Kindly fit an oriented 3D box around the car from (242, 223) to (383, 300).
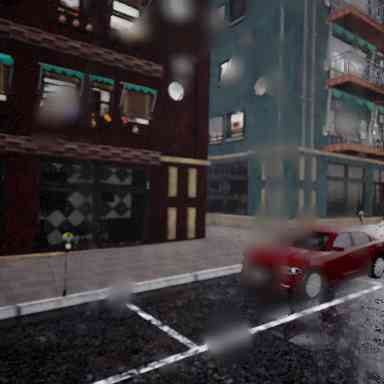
[{"bbox_3d":[3.234,1.515,8.385,4.507,1.381,1.887,0,2,-36],"label":"car"}]
